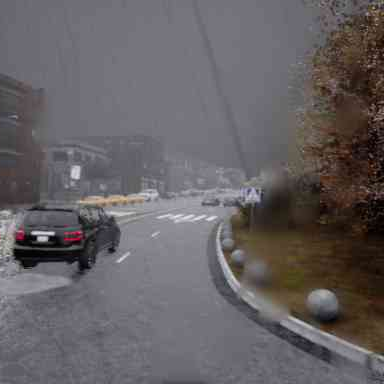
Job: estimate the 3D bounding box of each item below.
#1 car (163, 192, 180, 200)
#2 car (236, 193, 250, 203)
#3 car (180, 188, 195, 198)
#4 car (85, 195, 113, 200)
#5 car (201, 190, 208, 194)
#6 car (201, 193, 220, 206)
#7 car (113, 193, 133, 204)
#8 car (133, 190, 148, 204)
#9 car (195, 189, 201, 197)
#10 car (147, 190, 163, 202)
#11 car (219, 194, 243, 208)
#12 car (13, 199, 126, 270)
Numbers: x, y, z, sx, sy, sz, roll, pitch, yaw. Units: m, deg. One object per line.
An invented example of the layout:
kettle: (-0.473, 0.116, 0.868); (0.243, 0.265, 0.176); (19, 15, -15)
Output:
car: (-4.590, 0.726, 66.599); (2.163, 1.488, 4.792); (1, 1, 15)
car: (9.189, 1.107, 59.783); (1.882, 1.535, 5.008); (1, 1, 16)
car: (-1.674, 0.509, 77.294); (2.231, 1.521, 4.892); (1, 1, 15)
car: (-11.923, 1.172, 39.680); (1.946, 1.575, 5.366); (1, 1, 15)
car: (2.187, 0.253, 91.694); (2.231, 1.521, 4.892); (1, 1, 16)
car: (2.783, 1.339, 48.792); (1.994, 1.385, 4.181); (1, 1, 16)
car: (-10.463, 1.075, 45.006); (1.946, 1.575, 5.366); (1, 1, 15)
car: (-9.012, 0.981, 50.336); (1.946, 1.575, 5.366); (1, 1, 15)
car: (-0.229, 0.163, 82.585); (2.435, 2.045, 5.566); (1, 1, 15)
car: (-7.480, 0.634, 55.934); (2.435, 2.045, 5.566); (1, 1, 15)
car: (5.642, 1.405, 46.998); (2.033, 1.411, 5.357); (1, 1, 16)
car: (-4.212, 1.455, 12.123); (2.150, 2.045, 5.566); (1, -1, 1)
